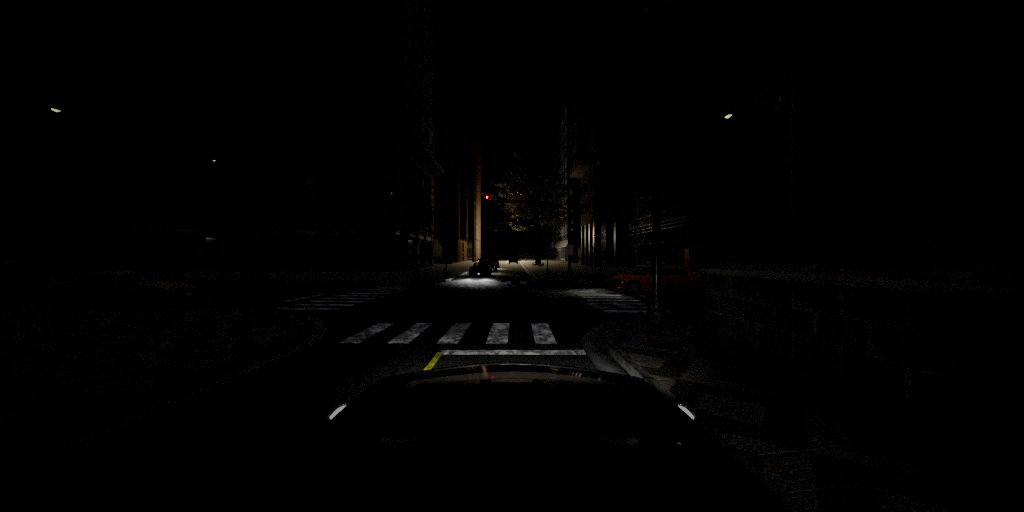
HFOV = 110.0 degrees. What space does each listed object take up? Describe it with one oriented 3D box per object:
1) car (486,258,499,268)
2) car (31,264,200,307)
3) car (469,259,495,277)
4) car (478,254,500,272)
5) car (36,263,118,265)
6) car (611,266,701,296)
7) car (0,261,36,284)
[{"bbox_3d":[-2.893,1.058,54.377,1.812,1.442,4.674,0,0,0],"label":"car"},{"bbox_3d":[-14.896,1.146,13.836,4.829,1.417,1.751,0,0,1],"label":"car"},{"bbox_3d":[-2.981,1.274,34.402,1.895,1.301,4.718,0,0,0],"label":"car"},{"bbox_3d":[-2.946,0.830,44.215,2.150,2.045,5.566,0,0,-1],"label":"car"},{"bbox_3d":[-26.235,1.065,22.471,4.313,1.339,1.948,0,0,1],"label":"car"},{"bbox_3d":[7.926,1.281,19.482,5.008,1.535,1.882,0,0,1],"label":"car"},{"bbox_3d":[-31.852,0.974,22.524,4.507,1.381,1.888,0,0,1],"label":"car"}]
